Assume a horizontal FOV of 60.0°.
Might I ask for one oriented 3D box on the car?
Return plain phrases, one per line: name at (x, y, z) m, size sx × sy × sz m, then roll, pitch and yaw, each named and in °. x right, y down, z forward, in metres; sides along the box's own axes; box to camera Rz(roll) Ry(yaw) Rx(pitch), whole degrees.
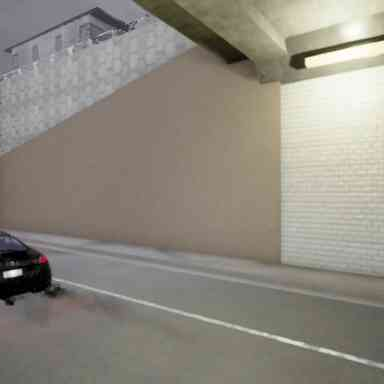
car at (-5.110, 1.558, 7.640) m, size 4.181 × 1.385 × 1.994 m, roll 0°, pitch 0°, yaw 35°
